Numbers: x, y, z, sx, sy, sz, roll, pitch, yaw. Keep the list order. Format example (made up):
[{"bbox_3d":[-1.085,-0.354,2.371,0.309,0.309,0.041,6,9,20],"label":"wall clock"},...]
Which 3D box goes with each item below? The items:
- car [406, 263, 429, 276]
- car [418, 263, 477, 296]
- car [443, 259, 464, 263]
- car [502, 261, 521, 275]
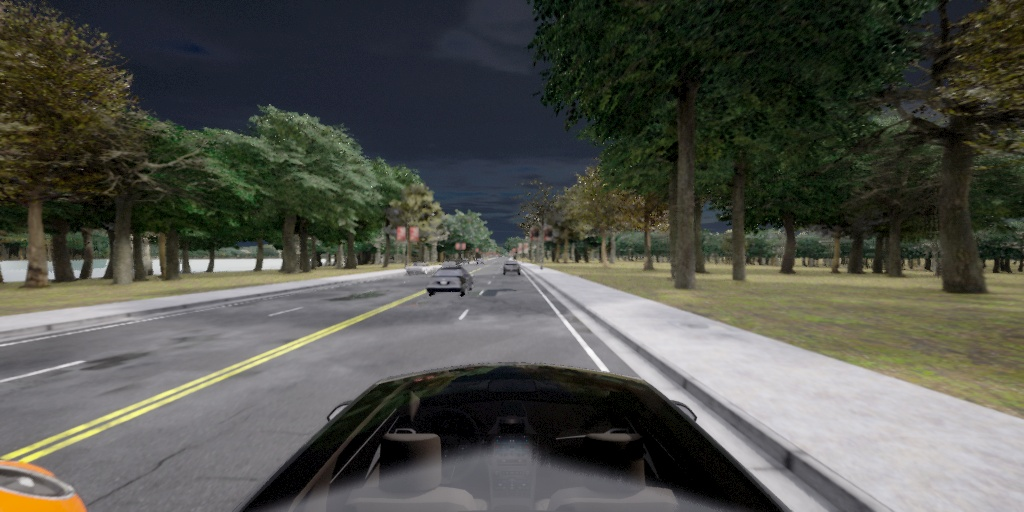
[{"bbox_3d":[-9.977,1.379,38.654,1.895,1.301,4.718,0,0,0],"label":"car"},{"bbox_3d":[-3.181,1.298,19.151,2.033,1.411,5.357,0,0,0],"label":"car"},{"bbox_3d":[-6.729,1.282,39.032,1.837,1.490,4.892,0,0,0],"label":"car"},{"bbox_3d":[-0.042,1.268,39.643,2.128,1.511,4.902,0,-1,0],"label":"car"}]
